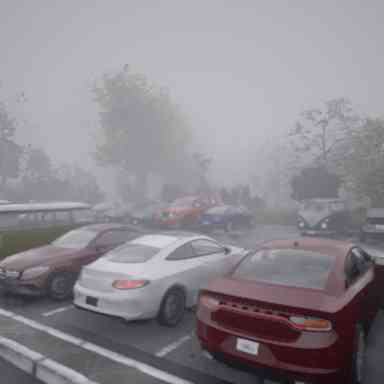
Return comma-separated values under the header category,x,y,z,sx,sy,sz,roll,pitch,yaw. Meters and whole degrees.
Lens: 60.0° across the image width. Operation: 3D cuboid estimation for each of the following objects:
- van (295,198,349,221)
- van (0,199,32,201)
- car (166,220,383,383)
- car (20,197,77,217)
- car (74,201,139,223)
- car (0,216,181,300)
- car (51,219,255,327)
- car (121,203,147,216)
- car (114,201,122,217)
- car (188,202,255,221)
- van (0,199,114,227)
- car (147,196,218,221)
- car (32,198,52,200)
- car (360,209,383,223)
category,x,y,z,sx,sy,sz,roll,pitch,yaw
van,6.875,1.315,17.410,1.878,1.987,4.442,-1,0,35
van,-9.452,1.343,13.866,1.878,1.987,4.442,0,0,35
car,2.017,1.502,5.580,2.097,1.535,5.008,-1,-1,35
car,-13.811,1.385,32.201,2.185,1.767,4.553,0,0,35
car,-6.881,1.546,27.329,2.231,1.521,4.892,0,0,35
car,-2.594,1.614,8.861,2.002,1.452,4.674,-1,-1,35
car,-0.285,1.581,7.217,2.002,1.452,4.674,-1,-1,35
car,-2.399,1.597,24.103,2.163,1.488,4.792,0,0,35
car,-4.701,1.585,25.737,2.163,1.488,4.792,0,0,35
car,2.230,1.586,20.847,2.097,1.535,5.008,1,0,35
van,-4.941,1.361,10.666,1.878,1.987,4.442,0,0,35
car,-0.094,1.327,22.469,2.435,2.045,5.566,0,0,35
car,-11.594,1.522,30.660,2.097,1.535,5.008,0,0,35
car,9.269,1.532,15.894,2.163,1.488,4.792,-1,-1,35
